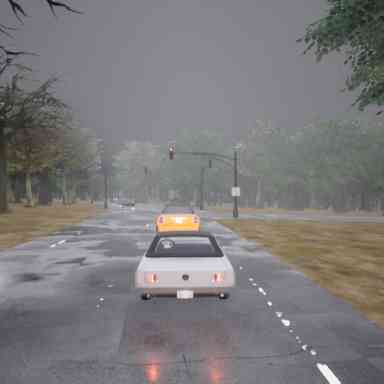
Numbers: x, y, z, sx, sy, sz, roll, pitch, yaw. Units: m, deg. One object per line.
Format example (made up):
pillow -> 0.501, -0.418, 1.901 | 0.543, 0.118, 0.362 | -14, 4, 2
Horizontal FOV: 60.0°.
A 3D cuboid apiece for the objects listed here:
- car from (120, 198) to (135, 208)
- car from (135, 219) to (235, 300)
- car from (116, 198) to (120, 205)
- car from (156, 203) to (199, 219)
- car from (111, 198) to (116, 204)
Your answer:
car -> -10.575, 1.869, 55.645 | 1.994, 1.385, 4.181 | 0, -1, -13
car -> -0.202, 1.602, 8.352 | 1.895, 1.301, 4.718 | 0, 0, -2
car -> -14.618, 2.058, 70.929 | 1.837, 1.490, 4.892 | 0, -1, -17
car -> -0.775, 1.356, 17.324 | 2.097, 1.767, 4.553 | 0, 0, -4
car -> -19.813, 2.296, 85.996 | 1.812, 1.442, 4.674 | 0, -1, -21
